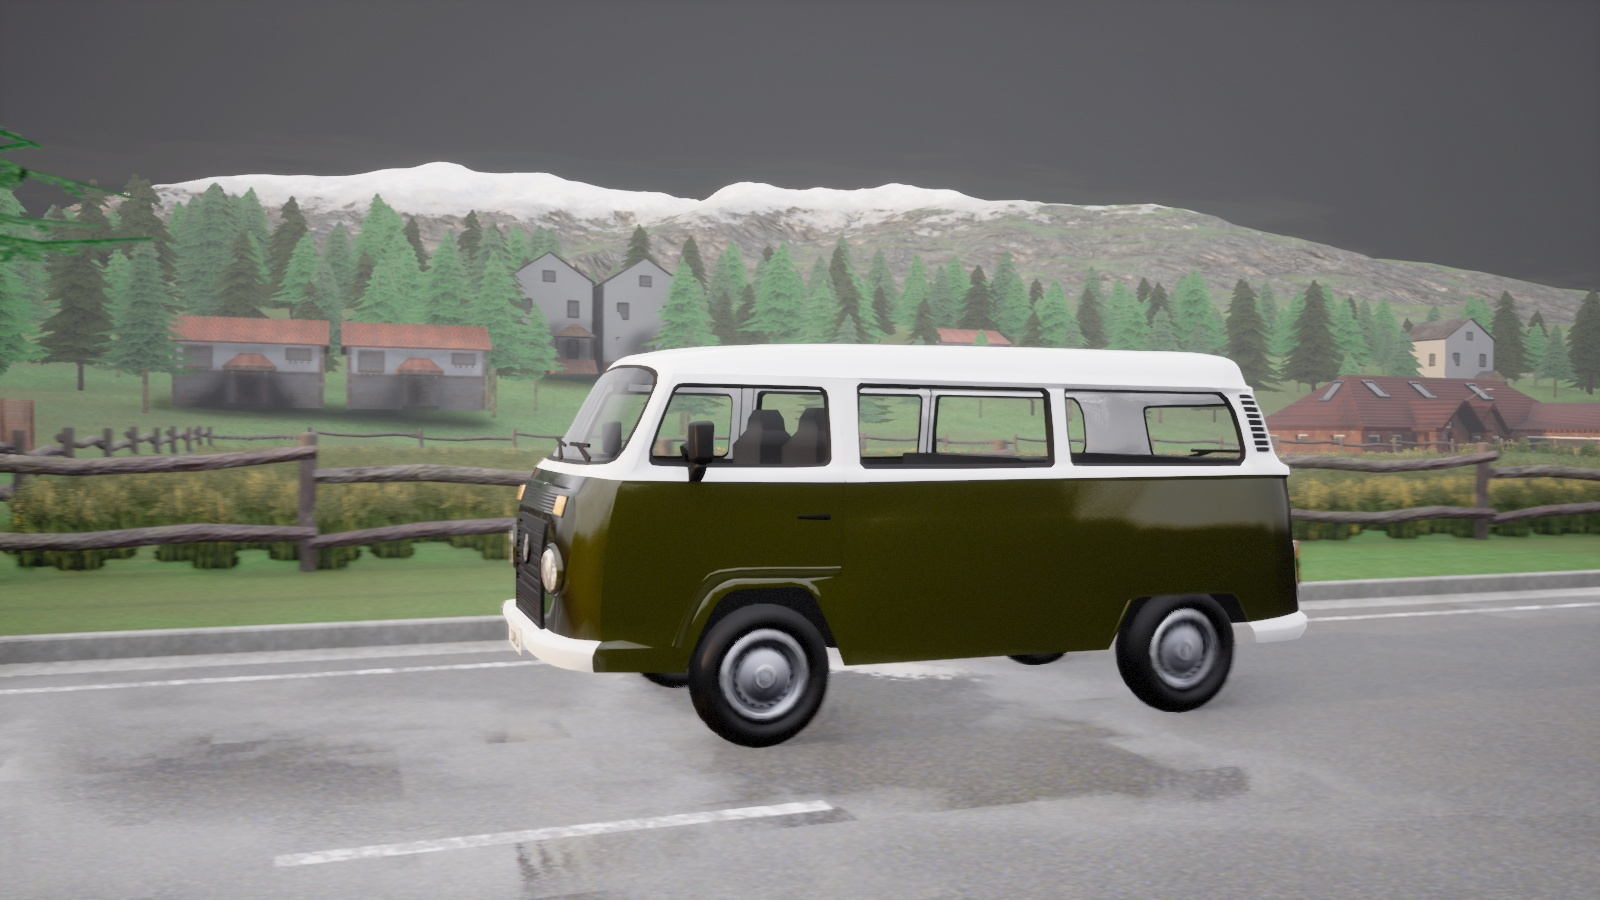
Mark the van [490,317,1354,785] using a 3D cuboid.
[{"bbox_3d":[0.648,0.397,7.225,4.480,2.038,2.069,-1,1,-21],"label":"van"}]
